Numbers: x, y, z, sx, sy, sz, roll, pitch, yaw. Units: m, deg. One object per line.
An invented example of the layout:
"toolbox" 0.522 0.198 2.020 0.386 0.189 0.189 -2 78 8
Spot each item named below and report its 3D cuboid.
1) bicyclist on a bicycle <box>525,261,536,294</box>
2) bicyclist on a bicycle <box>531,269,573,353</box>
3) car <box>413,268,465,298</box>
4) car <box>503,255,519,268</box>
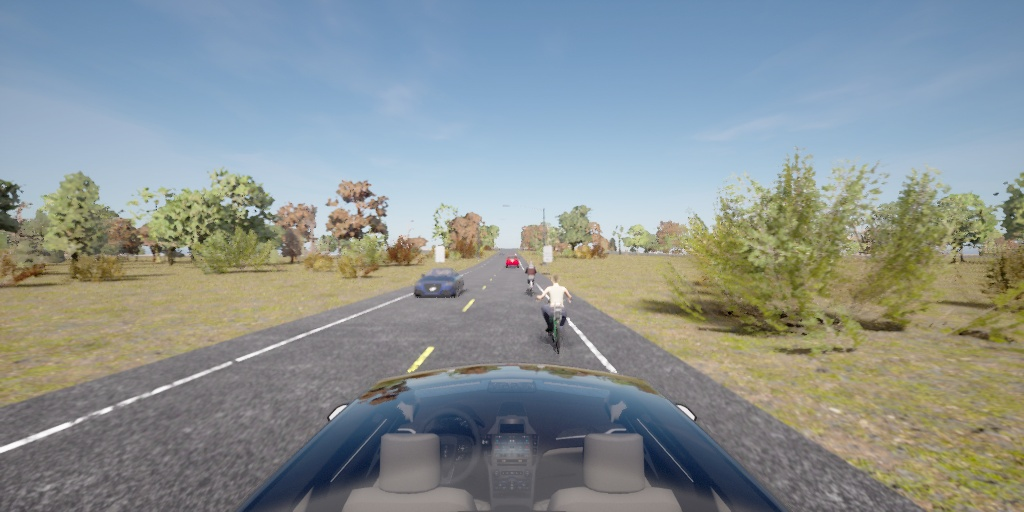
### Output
"bicyclist on a bicycle" 0.957 1.121 18.220 0.659 1.776 1.843 0 0 0
"bicyclist on a bicycle" 0.942 1.187 7.843 0.866 1.612 1.509 0 0 0
"car" -3.608 1.315 18.337 1.994 1.385 4.181 0 0 0
"car" 0.074 0.857 60.444 2.150 2.045 5.566 0 1 0
